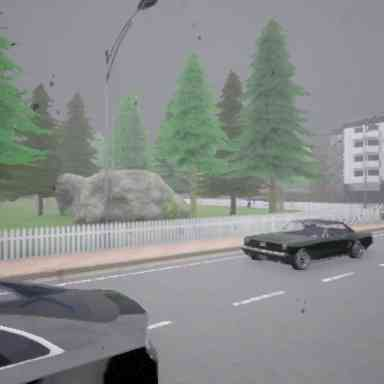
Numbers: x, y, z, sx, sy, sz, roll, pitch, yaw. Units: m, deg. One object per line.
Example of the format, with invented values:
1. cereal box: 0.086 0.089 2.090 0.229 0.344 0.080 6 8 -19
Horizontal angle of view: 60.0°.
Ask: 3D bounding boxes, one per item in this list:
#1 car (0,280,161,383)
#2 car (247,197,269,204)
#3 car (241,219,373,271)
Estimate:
1. car: -2.554 1.494 2.160 4.902 1.511 2.128 0 0 -35
2. car: 11.807 1.447 61.009 1.882 1.535 5.008 0 0 -34
3. car: 3.878 1.595 10.968 4.718 1.301 1.895 0 0 -35
